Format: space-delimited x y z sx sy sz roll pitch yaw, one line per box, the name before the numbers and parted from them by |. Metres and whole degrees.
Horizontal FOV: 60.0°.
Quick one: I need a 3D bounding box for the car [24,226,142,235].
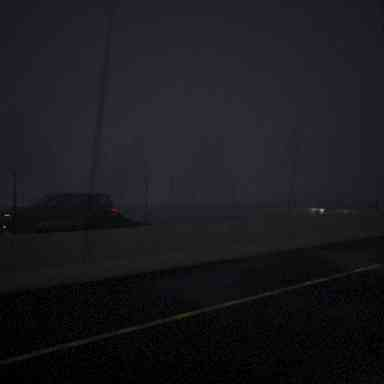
car | -4.147 1.469 13.920 4.718 1.301 1.895 0 1 -35
